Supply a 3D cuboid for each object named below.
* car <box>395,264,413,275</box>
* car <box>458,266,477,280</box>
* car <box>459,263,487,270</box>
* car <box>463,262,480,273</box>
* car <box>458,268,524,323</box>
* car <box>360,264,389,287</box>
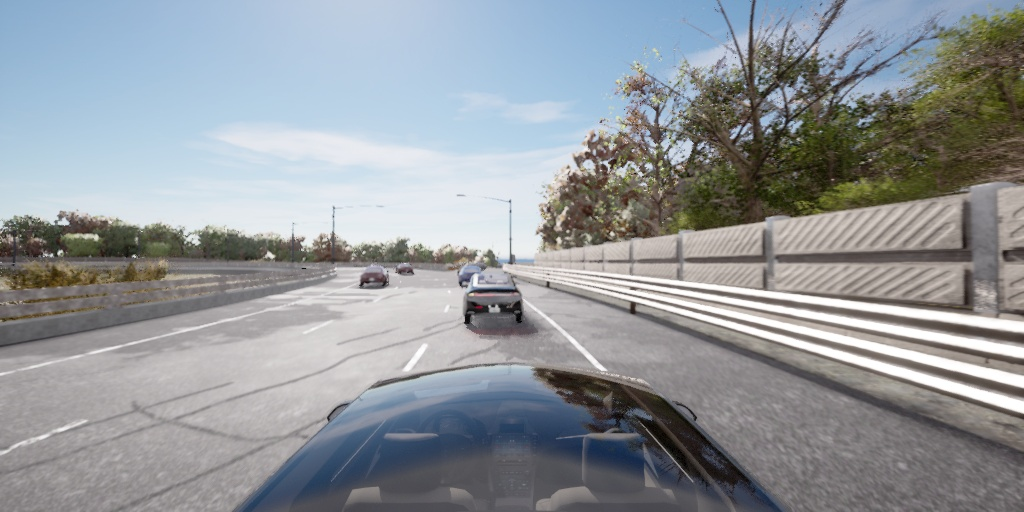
[{"bbox_3d":[-14.675,1.746,48.754,1.812,1.442,4.674,0,-1,-26],"label":"car"},{"bbox_3d":[-4.666,1.694,37.609,1.895,1.301,4.718,0,-1,-7],"label":"car"},{"bbox_3d":[-3.098,1.519,27.207,1.812,1.442,4.674,0,-1,-10],"label":"car"},{"bbox_3d":[-5.922,1.733,53.284,2.128,1.511,4.902,0,-1,-2],"label":"car"},{"bbox_3d":[-0.732,1.345,12.639,2.128,1.511,4.902,0,0,-6],"label":"car"},{"bbox_3d":[-10.640,1.544,27.925,1.812,1.442,4.674,0,-1,-15],"label":"car"}]
